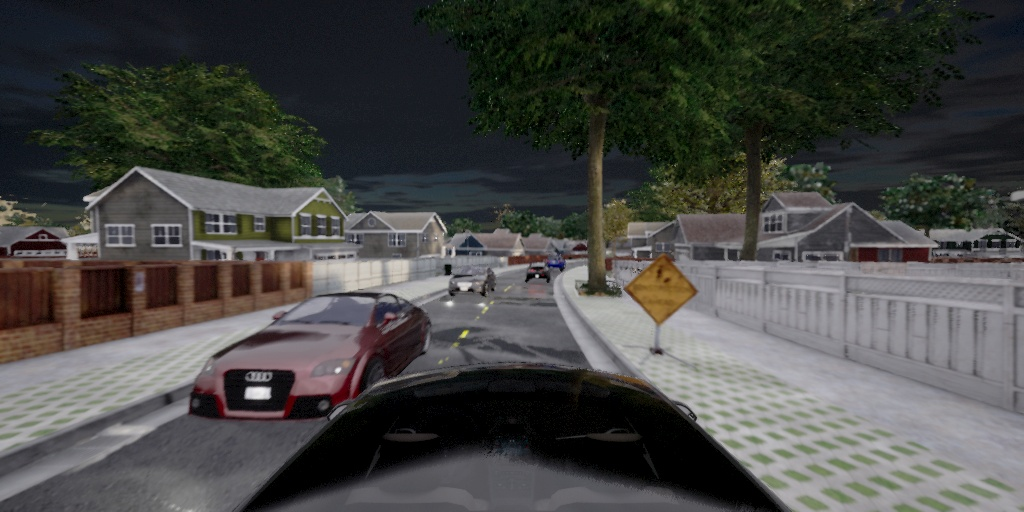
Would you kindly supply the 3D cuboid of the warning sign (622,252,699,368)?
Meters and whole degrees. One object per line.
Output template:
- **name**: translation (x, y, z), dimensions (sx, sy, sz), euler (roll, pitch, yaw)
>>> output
- **warning sign**: translation (2.581, 0.873, 6.432), dimensions (1.300, 1.860, 1.060), euler (0, 0, 2)

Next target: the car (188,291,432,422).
- **car**: translation (-2.697, 1.302, 5.881), dimensions (1.994, 1.385, 4.181), euler (0, 0, 2)

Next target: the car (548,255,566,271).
- **car**: translation (5.894, 0.918, 47.998), dimensions (2.150, 2.045, 5.566), euler (1, 1, 13)

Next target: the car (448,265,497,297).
- **car**: translation (-1.954, 1.222, 18.764), dimensions (2.128, 1.511, 4.902), euler (0, 0, 5)

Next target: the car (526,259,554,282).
- **car**: translation (2.208, 1.249, 29.062), dimensions (1.837, 1.490, 4.892), euler (0, 0, 8)
